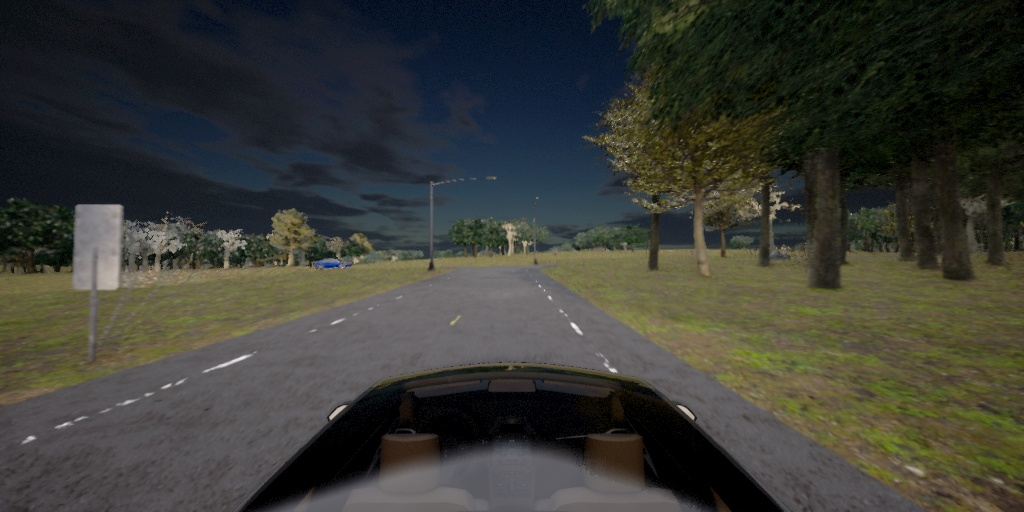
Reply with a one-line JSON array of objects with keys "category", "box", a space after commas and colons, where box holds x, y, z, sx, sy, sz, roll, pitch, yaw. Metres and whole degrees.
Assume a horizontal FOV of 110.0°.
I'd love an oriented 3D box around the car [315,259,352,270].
[{"category": "car", "box": [-25.632, 1.172, 51.572, 5.008, 1.535, 1.882, -1, -2, 0]}]
